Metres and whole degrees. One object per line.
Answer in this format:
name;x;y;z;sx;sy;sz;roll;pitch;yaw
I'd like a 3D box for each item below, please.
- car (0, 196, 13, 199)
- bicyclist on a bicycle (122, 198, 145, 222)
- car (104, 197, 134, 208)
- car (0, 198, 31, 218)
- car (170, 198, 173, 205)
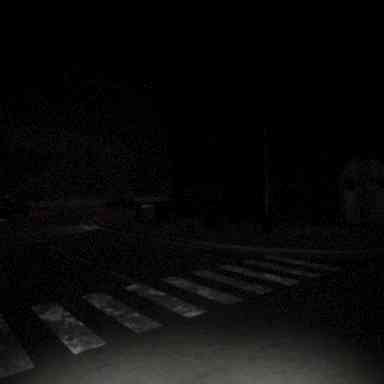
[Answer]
car;-21.033;1.485;35.205;2.150;2.045;5.566;-1;0;6
bicyclist on a bicycle;-3.979;1.251;22.725;1.656;1.620;0.582;-2;0;-28
car;-9.976;1.442;46.405;1.882;1.535;5.008;-1;0;31
car;-17.686;1.695;32.559;2.128;1.511;4.902;-1;0;2
car;-1.145;1.222;51.370;5.008;1.535;1.882;-1;0;-37
